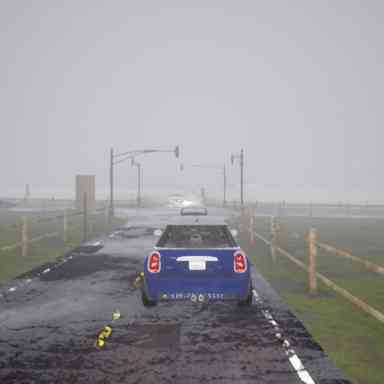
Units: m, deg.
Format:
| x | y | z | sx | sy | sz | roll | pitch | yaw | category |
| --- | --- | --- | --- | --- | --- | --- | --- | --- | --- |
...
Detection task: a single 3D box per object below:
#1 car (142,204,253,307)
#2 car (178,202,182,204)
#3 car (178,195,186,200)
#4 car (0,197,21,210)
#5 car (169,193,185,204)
| x | y | z | sx | sy | sz | roll | pitch | yaw | category |
| --- | --- | --- | --- | --- | --- | --- | --- | --- | --- |
| 0.096 | 1.350 | 8.138 | 2.097 | 1.767 | 4.553 | 0 | 0 | 0 | car |
| 0.092 | 1.500 | 17.304 | 1.837 | 1.490 | 4.892 | 0 | 0 | 0 | car |
| -2.660 | 1.511 | 89.861 | 1.812 | 1.442 | 4.674 | 0 | 0 | 0 | car |
| -21.067 | 1.182 | 36.423 | 4.181 | 1.385 | 1.994 | 1 | 0 | 0 | car |
| -2.833 | 1.204 | 59.938 | 2.150 | 2.045 | 5.566 | 0 | 1 | 0 | car |
